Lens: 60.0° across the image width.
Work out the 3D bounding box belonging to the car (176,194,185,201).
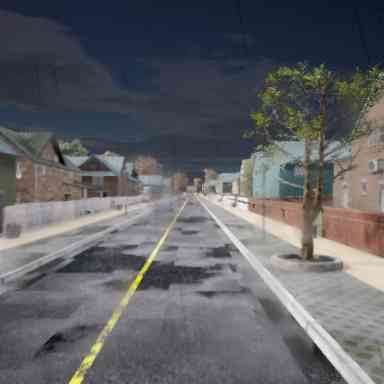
[{"bbox_3d":[-2.752,1.197,75.834,2.097,1.767,4.553,0,0,0],"label":"car"}]

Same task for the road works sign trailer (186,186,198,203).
[{"bbox_3d":[-0.001,0.402,68.167,2.380,3.560,2.880,0,0,0],"label":"road works sign trailer"}]

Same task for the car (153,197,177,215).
[{"bbox_3d":[-2.845,1.505,34.399,1.812,1.442,4.674,0,0,0],"label":"car"}]
